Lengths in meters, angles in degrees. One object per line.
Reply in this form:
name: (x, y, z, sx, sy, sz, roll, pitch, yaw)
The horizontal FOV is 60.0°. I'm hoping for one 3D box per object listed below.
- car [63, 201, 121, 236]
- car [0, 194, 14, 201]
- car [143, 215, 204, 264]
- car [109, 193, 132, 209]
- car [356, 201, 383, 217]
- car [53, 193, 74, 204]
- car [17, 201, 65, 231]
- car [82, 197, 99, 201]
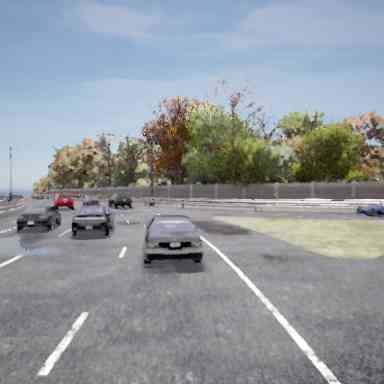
car: (-5.298, 1.470, 18.253, 2.128, 1.511, 4.902, 0, 0, -9)
car: (-46.879, 1.318, 82.186, 4.902, 1.511, 2.128, 0, 0, 36)
car: (-0.756, 1.525, 11.835, 2.033, 1.411, 5.357, 0, 0, -6)
car: (-9.662, 1.162, 44.622, 2.150, 2.045, 5.566, 0, 1, -25)
car: (17.011, 1.433, 28.361, 5.357, 1.411, 2.033, 0, 0, 15)
car: (-16.351, 1.187, 42.428, 2.150, 2.045, 5.566, 0, 0, -25)
car: (-9.282, 1.512, 20.407, 1.812, 1.442, 4.674, 0, 0, -12)
car: (-13.598, 1.455, 44.819, 1.837, 1.490, 4.892, 0, 0, -25)
